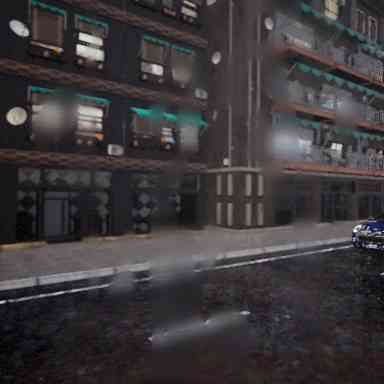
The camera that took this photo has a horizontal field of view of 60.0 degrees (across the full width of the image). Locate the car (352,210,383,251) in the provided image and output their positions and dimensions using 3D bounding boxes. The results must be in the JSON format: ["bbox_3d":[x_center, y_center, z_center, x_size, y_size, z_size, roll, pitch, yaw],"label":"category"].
[{"bbox_3d":[8.673,1.482,13.869,4.553,1.767,2.097,1,0,-36],"label":"car"}]

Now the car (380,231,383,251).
[{"bbox_3d":[7.170,1.695,8.802,4.718,1.301,1.895,1,0,-35],"label":"car"}]
